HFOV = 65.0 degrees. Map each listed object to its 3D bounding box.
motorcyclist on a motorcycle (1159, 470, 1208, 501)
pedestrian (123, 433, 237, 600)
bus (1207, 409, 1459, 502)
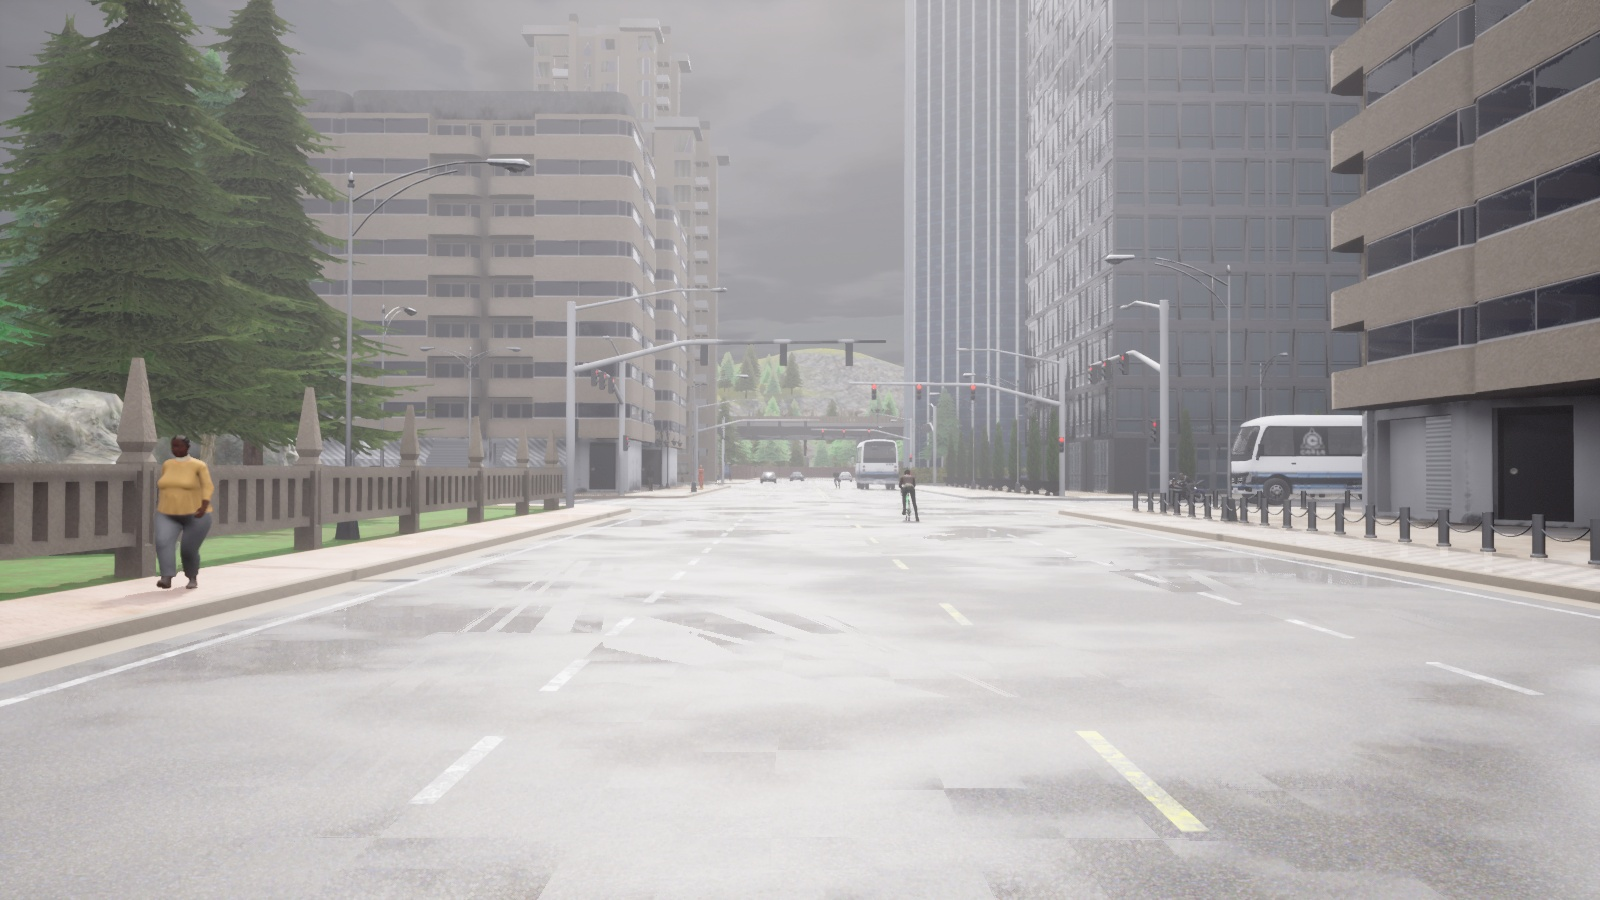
[{"bbox_3d":[19.262,1.773,63.053,2.191,1.530,0.866,0,-1,0],"label":"motorcyclist on a motorcycle"},{"bbox_3d":[-7.092,0.743,14.400,0.874,1.855,0.900,0,-1,-2],"label":"pedestrian"},{"bbox_3d":[25.076,0.280,59.561,10.273,4.253,3.944,0,-1,0],"label":"bus"}]
